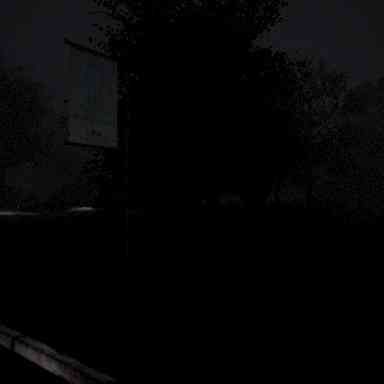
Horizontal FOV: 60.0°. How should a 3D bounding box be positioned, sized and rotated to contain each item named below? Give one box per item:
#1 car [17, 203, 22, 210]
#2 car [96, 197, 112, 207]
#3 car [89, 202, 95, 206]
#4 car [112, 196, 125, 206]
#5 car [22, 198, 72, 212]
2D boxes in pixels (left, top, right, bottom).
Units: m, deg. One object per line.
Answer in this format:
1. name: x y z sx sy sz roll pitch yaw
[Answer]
1. car: -18.966 1.497 41.176 2.128 1.511 4.902 0 0 39
2. car: -10.187 1.198 46.638 2.150 2.045 5.566 0 0 38
3. car: -12.510 1.522 49.342 2.033 1.411 5.357 0 0 38
4. car: -7.845 1.542 43.630 1.994 1.385 4.181 0 0 38
5. car: -16.503 1.483 38.651 1.882 1.535 5.008 0 0 39
